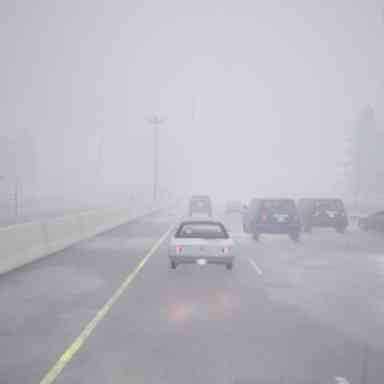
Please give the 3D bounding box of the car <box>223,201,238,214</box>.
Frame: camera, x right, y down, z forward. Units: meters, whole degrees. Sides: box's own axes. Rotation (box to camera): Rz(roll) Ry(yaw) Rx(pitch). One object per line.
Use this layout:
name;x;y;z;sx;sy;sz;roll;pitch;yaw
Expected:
car;4.389;1.681;35.953;2.033;1.411;5.357;1;0;1

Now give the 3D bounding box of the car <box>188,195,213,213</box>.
car;0.808;1.310;32.328;2.150;2.045;5.566;1;0;1

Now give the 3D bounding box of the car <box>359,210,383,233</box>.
car;10.967;1.662;18.187;1.812;1.442;4.674;1;0;1

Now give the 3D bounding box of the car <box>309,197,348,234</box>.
car;7.534;1.337;20.471;2.150;2.045;5.566;1;0;1

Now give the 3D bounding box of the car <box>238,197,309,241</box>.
car;3.965;1.292;17.324;2.150;2.045;5.566;1;0;1

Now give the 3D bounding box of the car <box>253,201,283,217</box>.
car;7.867;1.710;34.878;2.033;1.411;5.357;1;0;1

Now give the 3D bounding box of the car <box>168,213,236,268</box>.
car;0.318;1.615;11.263;1.895;1.301;4.718;1;0;1
